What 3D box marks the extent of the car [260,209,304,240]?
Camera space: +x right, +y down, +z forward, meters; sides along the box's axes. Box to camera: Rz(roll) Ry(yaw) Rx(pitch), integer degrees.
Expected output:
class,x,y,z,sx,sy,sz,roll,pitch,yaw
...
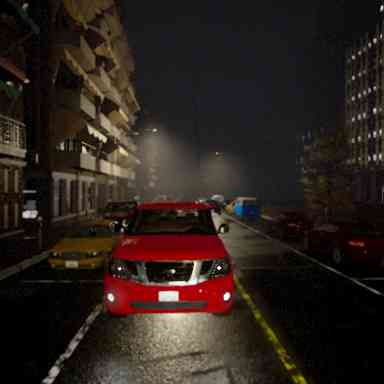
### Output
class,x,y,z,sx,sy,sz,roll,pitch,yaw
car,5.006,1.600,16.905,1.802,1.307,4.206,0,0,-2

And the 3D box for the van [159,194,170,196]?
class,x,y,z,sx,sy,sz,roll,pitch,yaw
van,-4.567,1.387,49.742,1.690,1.788,3.998,0,0,-2

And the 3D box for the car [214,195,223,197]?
class,x,y,z,sx,sy,sz,roll,pitch,yaw
car,4.008,1.488,44.520,1.967,1.590,4.097,0,0,-2

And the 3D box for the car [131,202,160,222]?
class,x,y,z,sx,sy,sz,roll,pitch,yaw
car,-3.767,1.567,27.650,2.008,1.369,4.403,0,0,-2

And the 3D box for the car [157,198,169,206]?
class,x,y,z,sx,sy,sz,roll,pitch,yaw
car,-4.765,1.637,55.264,1.802,1.307,4.206,0,0,-2

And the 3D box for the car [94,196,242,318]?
class,x,y,z,sx,sy,sz,roll,pitch,yaw
car,-0.449,1.226,7.796,2.150,2.045,5.566,0,0,-2

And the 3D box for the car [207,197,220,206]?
class,x,y,z,sx,sy,sz,roll,pitch,yaw
car,3.603,1.591,55.736,1.752,1.417,4.829,0,0,-2

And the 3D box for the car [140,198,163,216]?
class,x,y,z,sx,sy,sz,roll,pitch,yaw
car,-3.967,1.462,33.171,1.967,1.590,4.097,0,0,-2

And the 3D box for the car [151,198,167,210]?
class,x,y,z,sx,sy,sz,roll,pitch,yaw
car,-4.366,1.582,44.218,1.887,1.381,4.507,0,0,-2

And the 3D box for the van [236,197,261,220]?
class,x,y,z,sx,sy,sz,roll,pitch,yaw
van,4.606,1.368,27.952,1.690,1.788,3.998,0,0,-2

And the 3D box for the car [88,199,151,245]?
class,x,y,z,sx,sy,sz,roll,pitch,yaw
car,-3.370,1.322,16.603,2.192,1.841,5.009,0,0,-2

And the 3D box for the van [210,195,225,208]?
class,x,y,z,sx,sy,sz,roll,pitch,yaw
van,3.807,1.398,50.045,1.690,1.788,3.998,0,0,-2

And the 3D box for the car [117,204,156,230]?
class,x,y,z,sx,sy,sz,roll,pitch,yaw
car,-3.568,1.562,22.126,2.008,1.369,4.403,0,0,-2

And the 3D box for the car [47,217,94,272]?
class,x,y,z,sx,sy,sz,roll,pitch,yaw
car,-3.163,1.528,10.911,1.752,1.417,4.829,0,0,-2

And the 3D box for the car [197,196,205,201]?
class,x,y,z,sx,sy,sz,roll,pitch,yaw
car,2.412,1.676,88.705,1.887,1.381,4.507,0,0,-2

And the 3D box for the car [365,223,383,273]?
class,x,y,z,sx,sy,sz,roll,pitch,yaw
car,5.399,1.536,6.029,1.752,1.417,4.829,0,0,-2

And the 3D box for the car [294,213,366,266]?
class,x,y,z,sx,sy,sz,roll,pitch,yaw
car,5.205,1.596,11.383,1.802,1.307,4.206,0,0,-2

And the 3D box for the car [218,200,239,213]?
class,x,y,z,sx,sy,sz,roll,pitch,yaw
car,4.208,1.606,38.998,1.947,1.339,4.313,0,0,-2
